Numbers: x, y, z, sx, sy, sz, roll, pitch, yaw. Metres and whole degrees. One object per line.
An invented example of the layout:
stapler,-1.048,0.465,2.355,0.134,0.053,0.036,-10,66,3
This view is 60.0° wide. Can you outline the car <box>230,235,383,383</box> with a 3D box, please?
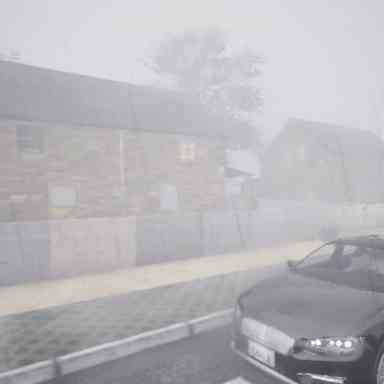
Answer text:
car,2.742,1.473,5.018,4.902,1.511,2.128,0,0,-35
